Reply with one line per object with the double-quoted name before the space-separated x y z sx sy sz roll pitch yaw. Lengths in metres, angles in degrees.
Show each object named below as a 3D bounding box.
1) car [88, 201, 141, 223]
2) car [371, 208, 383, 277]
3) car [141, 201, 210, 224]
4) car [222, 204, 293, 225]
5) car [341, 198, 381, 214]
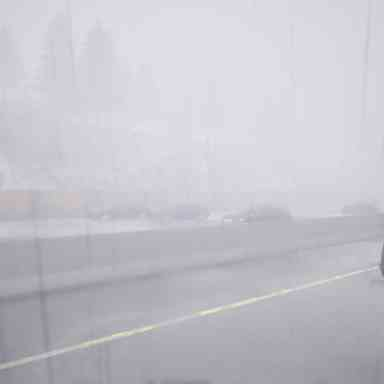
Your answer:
"car" -5.521 1.481 25.857 5.008 1.535 1.882 0 0 -36
"car" 6.945 1.357 8.701 4.553 1.767 2.097 0 0 -36
"car" -0.965 1.483 24.803 5.008 1.535 1.882 0 0 -36
"car" 3.926 1.498 19.721 4.902 1.511 2.128 0 0 -36
"car" 17.020 1.580 33.850 4.181 1.385 1.994 0 0 -38
